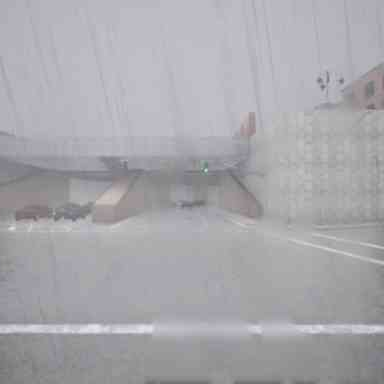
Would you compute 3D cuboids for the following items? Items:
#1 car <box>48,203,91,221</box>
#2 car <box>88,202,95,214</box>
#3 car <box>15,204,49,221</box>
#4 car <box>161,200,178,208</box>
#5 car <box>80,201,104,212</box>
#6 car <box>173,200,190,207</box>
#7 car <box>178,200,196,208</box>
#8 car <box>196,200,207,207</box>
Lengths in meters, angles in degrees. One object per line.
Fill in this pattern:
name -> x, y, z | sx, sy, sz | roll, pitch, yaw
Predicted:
car -> -11.305, 1.991, 31.119 | 1.895, 1.301, 4.718 | 0, -1, -1
car -> -11.535, 2.106, 40.285 | 1.895, 1.301, 4.718 | 0, -1, -1
car -> -14.814, 1.872, 31.445 | 1.882, 1.535, 5.008 | 0, -1, -1
car -> -4.498, 2.327, 62.292 | 2.033, 1.411, 5.357 | 0, -1, 5
car -> -15.274, 2.187, 51.100 | 2.033, 1.411, 5.357 | 0, -1, -1
car -> -2.321, 2.434, 72.648 | 1.812, 1.442, 4.674 | 0, -1, 24
car -> -0.968, 2.334, 62.790 | 2.033, 1.411, 5.357 | 0, -1, 4
car -> 1.547, 2.435, 72.774 | 1.812, 1.442, 4.674 | 0, -1, 28
